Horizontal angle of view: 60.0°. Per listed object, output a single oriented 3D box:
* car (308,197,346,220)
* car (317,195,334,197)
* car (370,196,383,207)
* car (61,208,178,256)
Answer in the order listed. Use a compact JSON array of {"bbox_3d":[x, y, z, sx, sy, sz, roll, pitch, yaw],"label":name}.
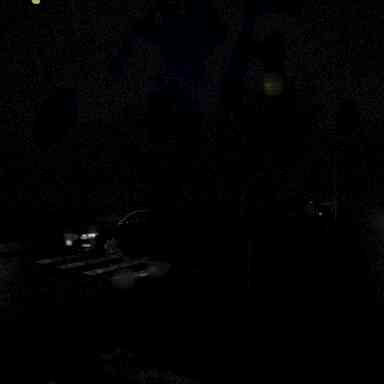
[{"bbox_3d":[10.476,1.351,25.359,1.812,1.442,4.674,0,0,37],"label":"car"},{"bbox_3d":[13.725,1.157,34.579,2.097,1.767,4.553,0,0,37],"label":"car"},{"bbox_3d":[26.143,1.338,46.240,2.128,1.511,4.902,0,0,37],"label":"car"},{"bbox_3d":[-2.577,1.383,12.878,2.128,1.511,4.902,0,0,37],"label":"car"}]
